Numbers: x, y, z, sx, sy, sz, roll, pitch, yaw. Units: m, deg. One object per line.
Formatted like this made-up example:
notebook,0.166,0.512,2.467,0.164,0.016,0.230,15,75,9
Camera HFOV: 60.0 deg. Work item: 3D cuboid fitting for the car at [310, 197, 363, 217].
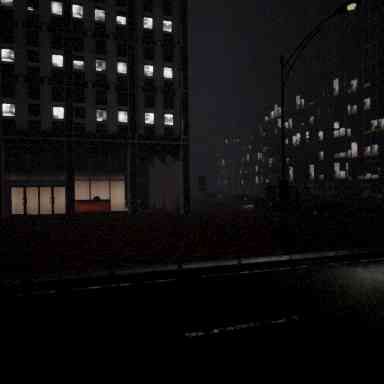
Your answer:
car,12.858,1.434,29.309,1.947,1.339,4.313,0,1,-20

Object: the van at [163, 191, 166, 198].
van,-6.364,0.687,82.793,1.690,1.788,3.998,0,1,-20

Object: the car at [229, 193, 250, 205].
car,8.044,0.982,50.643,2.097,1.767,4.553,-1,1,-20

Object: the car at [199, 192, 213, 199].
car,3.450,0.705,80.300,1.967,1.590,4.097,0,1,-20

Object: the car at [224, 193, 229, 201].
car,7.974,1.023,60.173,1.812,1.442,4.674,-1,1,-20

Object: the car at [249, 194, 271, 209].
car,9.061,1.331,40.025,1.947,1.339,4.313,0,1,-20

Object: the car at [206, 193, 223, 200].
car,4.559,0.930,69.609,1.812,1.442,4.674,-1,1,-20

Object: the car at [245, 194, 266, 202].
car,11.188,1.059,58.924,1.802,1.307,4.206,0,1,-20

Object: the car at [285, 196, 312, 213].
car,10.940,1.399,34.661,1.802,1.307,4.206,0,1,-20

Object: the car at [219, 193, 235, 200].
car,7.320,0.953,69.614,1.802,1.307,4.206,0,1,-20

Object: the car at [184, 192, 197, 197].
car,-0.418,0.709,90.990,2.008,1.369,4.403,0,1,-20

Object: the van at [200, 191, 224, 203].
van,3.308,0.952,56.071,1.690,1.788,3.998,0,1,-20

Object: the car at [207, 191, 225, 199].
car,5.384,0.633,74.955,2.192,1.841,5.009,0,1,-20

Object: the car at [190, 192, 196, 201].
car,-0.560,1.056,66.763,2.008,1.369,4.403,0,1,-20

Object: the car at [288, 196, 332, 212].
car,12.963,1.238,36.985,1.882,1.535,5.008,-1,1,-20
